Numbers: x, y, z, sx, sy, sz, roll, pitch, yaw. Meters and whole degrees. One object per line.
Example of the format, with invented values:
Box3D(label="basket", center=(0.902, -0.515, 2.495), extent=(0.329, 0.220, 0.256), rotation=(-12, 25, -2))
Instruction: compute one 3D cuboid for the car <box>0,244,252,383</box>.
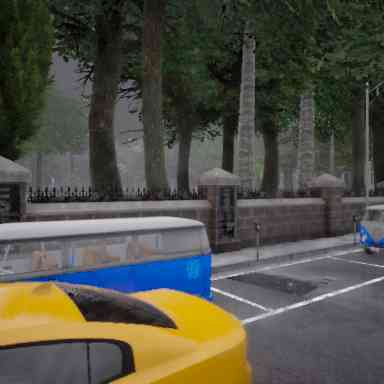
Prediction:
Box3D(label="car", center=(-1.823, 1.477, 2.076), extent=(5.008, 1.535, 1.882), rotation=(0, 0, -36))

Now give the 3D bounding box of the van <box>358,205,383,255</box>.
Box3D(label="van", center=(7.660, 1.340, 12.031), extent=(3.998, 1.788, 1.690), rotation=(0, 0, -36))

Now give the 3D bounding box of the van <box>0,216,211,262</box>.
Box3D(label="van", center=(-1.540, 1.341, 5.442), extent=(3.998, 1.788, 1.690), rotation=(0, 0, -36))
